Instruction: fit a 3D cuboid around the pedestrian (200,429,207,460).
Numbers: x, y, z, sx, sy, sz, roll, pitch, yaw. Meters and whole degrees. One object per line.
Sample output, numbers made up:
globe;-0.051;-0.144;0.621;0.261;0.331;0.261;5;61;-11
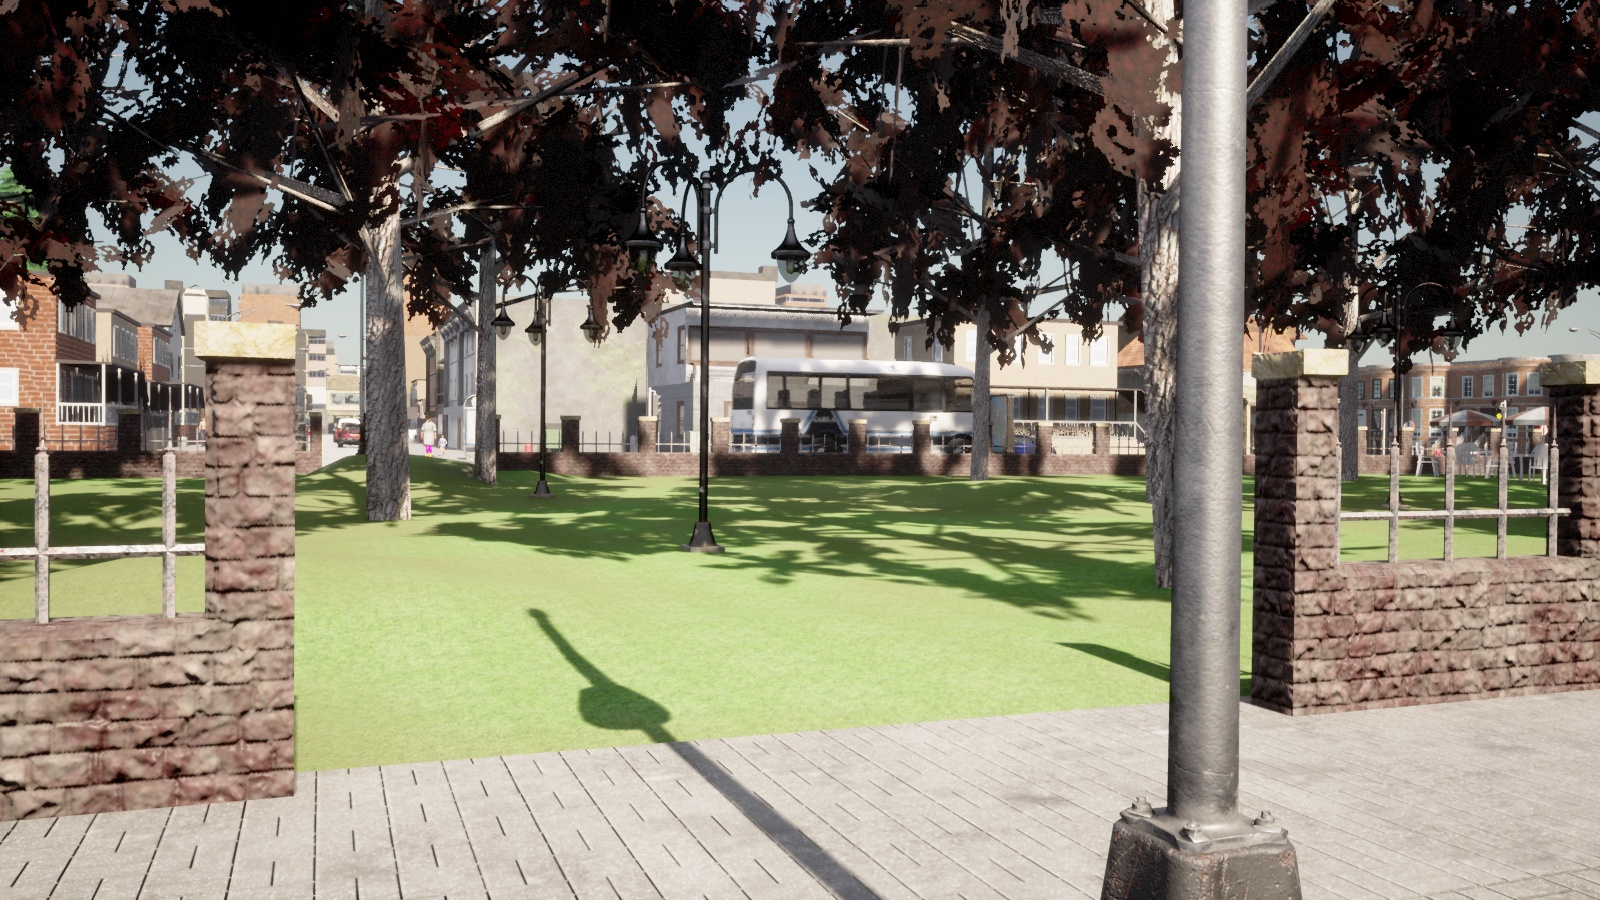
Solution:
pedestrian;-36.075;-0.338;75.944;0.345;1.836;0.594;-1;1;-23

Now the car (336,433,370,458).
car;-30.305;-0.329;85.098;2.033;1.649;4.856;-1;1;-21

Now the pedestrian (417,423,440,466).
pedestrian;-17.085;-0.247;57.762;0.659;1.952;0.873;0;1;9

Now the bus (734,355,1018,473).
bus;2.956;-1.408;49.017;10.273;4.253;3.944;-1;1;-20

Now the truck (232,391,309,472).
truck;-24.140;-0.859;57.523;2.891;3.462;7.936;-1;1;-21

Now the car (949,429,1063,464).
car;9.145;-0.181;55.699;4.674;1.442;1.812;-1;1;-21

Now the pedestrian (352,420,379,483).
pedestrian;-12.912;0.040;37.309;0.703;1.840;0.431;-1;1;-21
